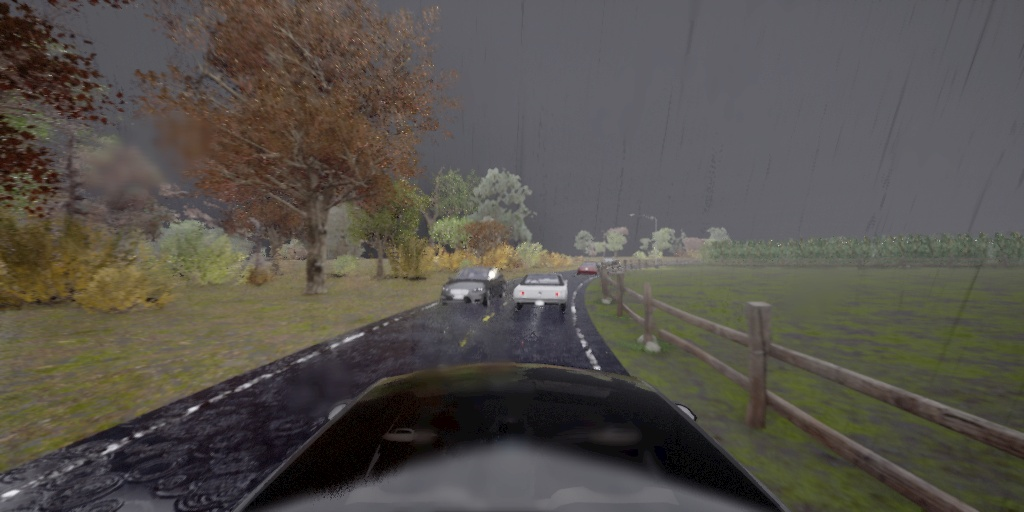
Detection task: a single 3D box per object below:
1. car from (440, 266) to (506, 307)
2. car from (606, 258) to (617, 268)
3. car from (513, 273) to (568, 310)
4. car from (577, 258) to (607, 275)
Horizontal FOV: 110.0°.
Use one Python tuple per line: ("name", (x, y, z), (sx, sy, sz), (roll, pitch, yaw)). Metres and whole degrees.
("car", (-1.491, 1.211, 15.356), (2.128, 1.511, 4.902), (0, 0, 10))
("car", (14.045, 0.987, 52.324), (1.882, 1.535, 5.008), (0, 0, 36))
("car", (1.324, 1.333, 14.630), (1.895, 1.301, 4.718), (0, 0, 9))
("car", (7.930, 1.177, 36.006), (1.994, 1.385, 4.181), (0, 0, 24))
